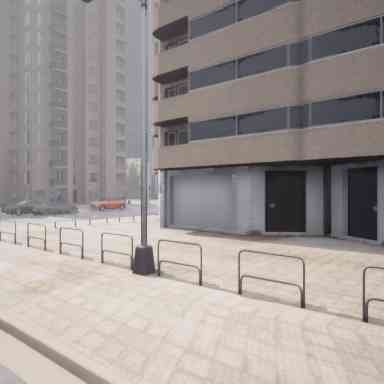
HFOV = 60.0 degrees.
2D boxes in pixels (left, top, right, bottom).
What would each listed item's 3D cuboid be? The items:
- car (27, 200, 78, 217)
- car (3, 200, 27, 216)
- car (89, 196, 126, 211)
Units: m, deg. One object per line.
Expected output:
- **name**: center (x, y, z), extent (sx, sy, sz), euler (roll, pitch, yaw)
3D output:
- **car**: center (-13.310, 1.619, 32.491), extent (1.994, 1.385, 4.181), euler (0, 0, 39)
- **car**: center (-16.681, 1.560, 34.146), extent (1.837, 1.490, 4.892), euler (0, 0, 39)
- **car**: center (-10.623, 1.407, 41.737), extent (2.097, 1.767, 4.553), euler (0, 0, 39)
